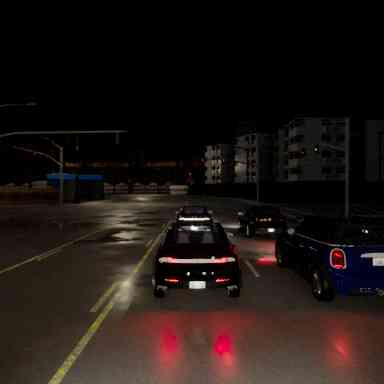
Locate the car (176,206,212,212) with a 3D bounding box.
[{"bbox_3d":[0.114,1.474,17.982,2.128,1.511,4.902,0,0,0],"label":"car"}]

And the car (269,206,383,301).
[{"bbox_3d":[3.605,1.351,8.477,2.097,1.767,4.553,0,0,0],"label":"car"}]

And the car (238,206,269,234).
[{"bbox_3d":[3.613,1.482,17.598,1.837,1.490,4.892,0,0,0],"label":"car"}]

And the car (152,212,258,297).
[{"bbox_3d":[0.104,1.500,8.570,2.128,1.511,4.902,0,0,0],"label":"car"}]
